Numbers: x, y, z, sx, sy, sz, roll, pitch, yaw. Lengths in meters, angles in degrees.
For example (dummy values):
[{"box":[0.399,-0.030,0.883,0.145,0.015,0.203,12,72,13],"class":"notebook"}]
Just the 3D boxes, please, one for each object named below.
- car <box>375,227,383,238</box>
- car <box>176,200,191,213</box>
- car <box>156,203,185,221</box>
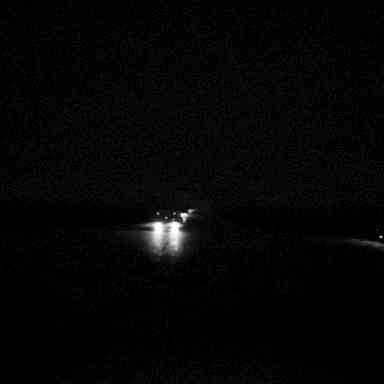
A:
[{"box":[12.734,2.047,17.477,5.357,1.411,2.033,1,-2,6],"class":"car"},{"box":[-1.518,2.026,43.065,1.994,1.385,4.181,0,-1,2],"class":"car"},{"box":[-2.057,1.923,30.651,1.895,1.301,4.718,0,-1,4],"class":"car"}]
